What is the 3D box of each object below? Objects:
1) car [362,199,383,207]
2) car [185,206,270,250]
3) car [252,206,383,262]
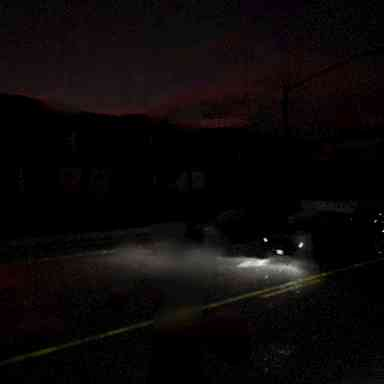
[{"bbox_3d":[12.419,1.217,21.586,5.008,1.535,1.882,-1,0,-35],"label":"car"},{"bbox_3d":[2.013,1.389,14.095,5.008,1.535,1.882,-1,0,-36],"label":"car"},{"bbox_3d":[4.864,1.432,11.843,5.357,1.411,2.033,-1,0,-36],"label":"car"}]
